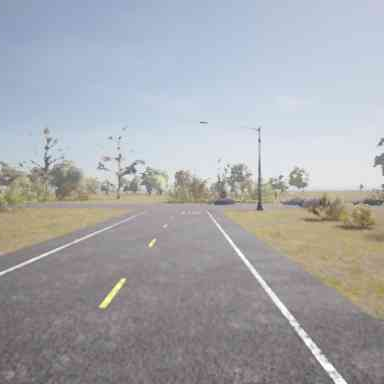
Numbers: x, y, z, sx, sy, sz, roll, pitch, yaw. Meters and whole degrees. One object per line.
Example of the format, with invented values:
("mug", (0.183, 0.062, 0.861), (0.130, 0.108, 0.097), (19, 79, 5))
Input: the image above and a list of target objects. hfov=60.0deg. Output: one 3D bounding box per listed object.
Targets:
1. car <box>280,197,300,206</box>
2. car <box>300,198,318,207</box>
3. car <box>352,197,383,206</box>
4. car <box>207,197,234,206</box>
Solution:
("car", (17.371, 1.620, 56.397), (4.674, 1.442, 1.812), (-1, 0, -2))
("car", (18.791, 1.629, 49.426), (4.181, 1.385, 1.994), (0, 0, -2))
("car", (29.951, 1.591, 56.770), (5.008, 1.535, 1.882), (-1, 0, -2))
("car", (4.804, 1.552, 56.037), (4.674, 1.442, 1.812), (0, 0, -1))
